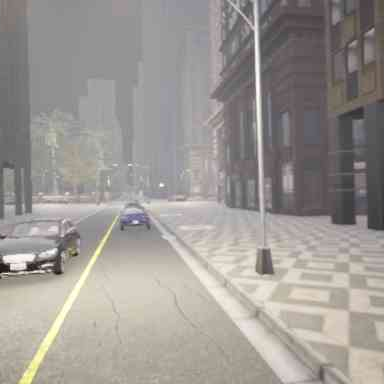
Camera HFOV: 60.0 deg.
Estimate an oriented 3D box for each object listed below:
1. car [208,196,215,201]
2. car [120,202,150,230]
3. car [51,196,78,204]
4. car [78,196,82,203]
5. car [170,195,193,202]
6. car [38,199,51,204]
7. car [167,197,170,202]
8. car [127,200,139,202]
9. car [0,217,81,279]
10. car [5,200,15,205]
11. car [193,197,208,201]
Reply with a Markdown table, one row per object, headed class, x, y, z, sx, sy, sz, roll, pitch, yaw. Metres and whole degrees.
| class | x | y | z | sx | sy | sz | roll | pitch | yaw |
| --- | --- | --- | --- | --- | --- | --- | --- | --- | --- |
| car | 6.553 | 1.723 | 91.035 | 4.829 | 1.417 | 1.752 | -1 | -1 | -10 |
| car | -3.768 | 1.629 | 22.051 | 1.812 | 1.442 | 4.674 | -2 | 0 | -10 |
| car | -29.049 | 2.181 | 75.887 | 4.403 | 1.369 | 2.008 | -1 | -1 | -10 |
| car | -30.589 | 2.038 | 84.277 | 5.009 | 1.841 | 2.192 | -1 | -1 | -10 |
| car | -2.648 | 1.704 | 80.697 | 4.097 | 1.590 | 1.967 | -1 | -1 | -10 |
| car | -36.020 | 2.340 | 83.282 | 4.507 | 1.381 | 1.887 | -1 | -1 | -10 |
| car | -4.185 | 1.671 | 89.085 | 5.009 | 1.841 | 2.192 | -1 | -1 | -10 |
| car | -6.809 | 1.695 | 38.438 | 1.837 | 1.490 | 4.892 | -2 | 0 | -10 |
| car | -4.817 | 1.626 | 10.787 | 2.128 | 1.511 | 4.902 | -2 | 0 | -10 |
| car | -39.917 | 2.341 | 73.907 | 4.313 | 1.339 | 1.947 | -1 | -1 | -10 |
| car | 1.102 | 1.804 | 90.043 | 4.829 | 1.417 | 1.752 | -1 | -1 | -10 |
